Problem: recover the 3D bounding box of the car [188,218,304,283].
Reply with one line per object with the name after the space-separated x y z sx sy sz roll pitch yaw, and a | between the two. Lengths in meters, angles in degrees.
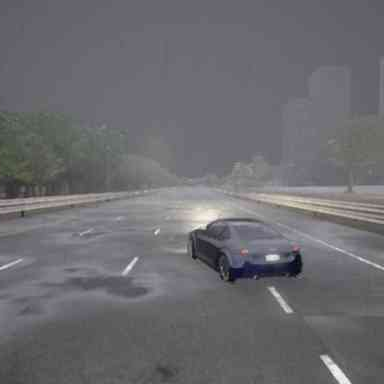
1.262 1.415 9.414 1.994 1.385 4.181 0 1 -16 | car
